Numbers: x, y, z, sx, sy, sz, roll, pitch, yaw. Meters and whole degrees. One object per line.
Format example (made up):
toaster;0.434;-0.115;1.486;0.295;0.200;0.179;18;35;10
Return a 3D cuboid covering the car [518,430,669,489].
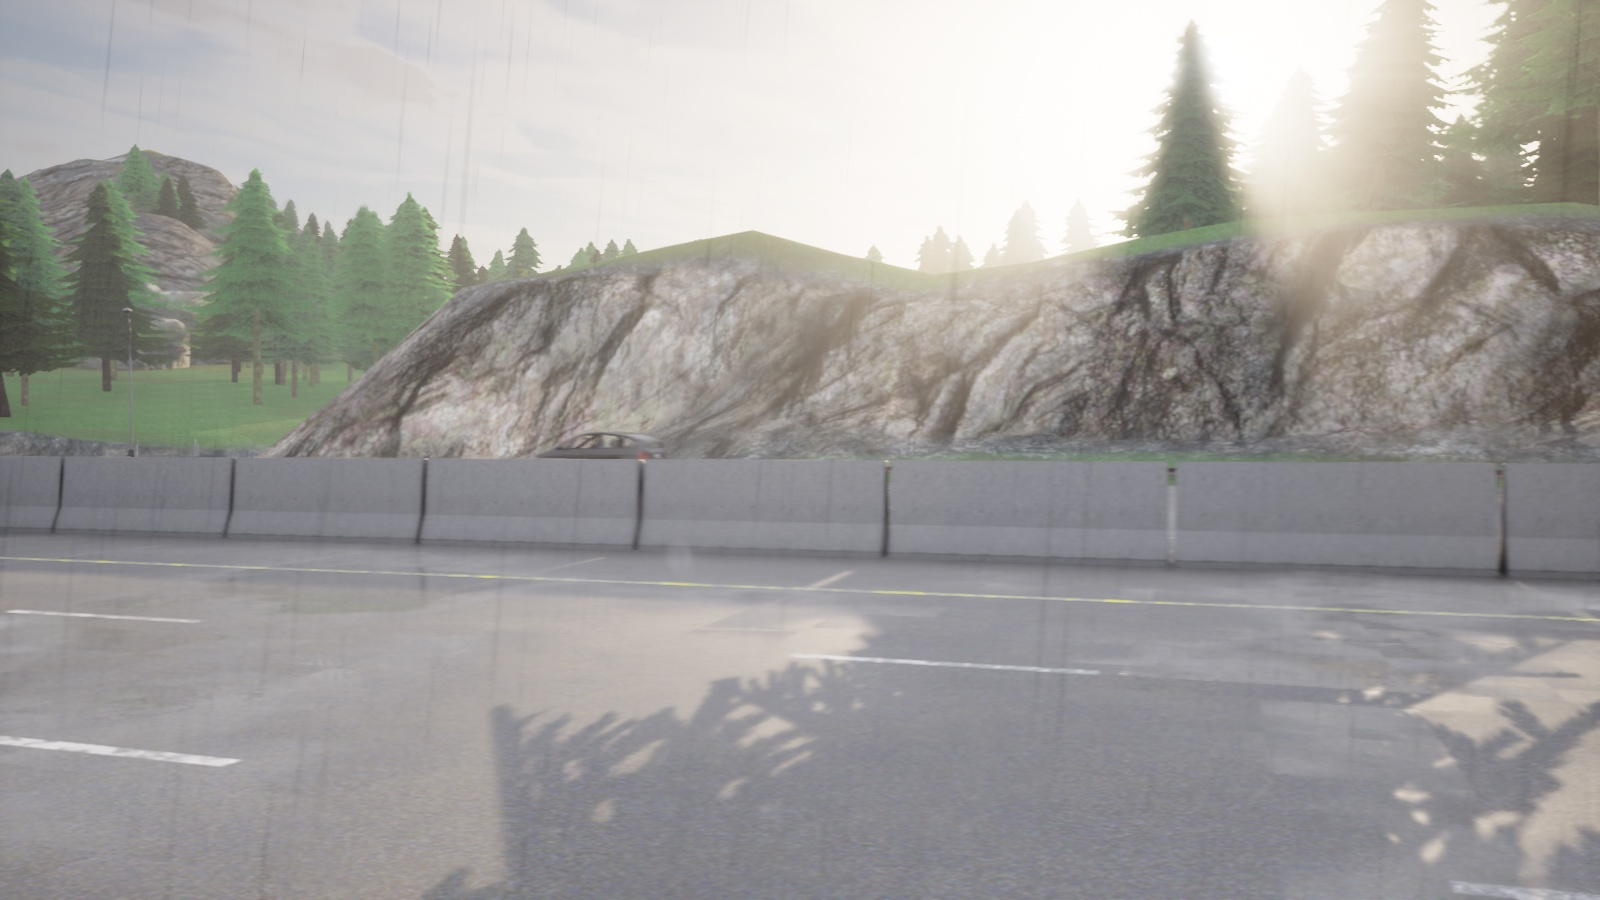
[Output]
car;-5.686;0.229;34.646;3.705;1.549;1.789;1;1;19
